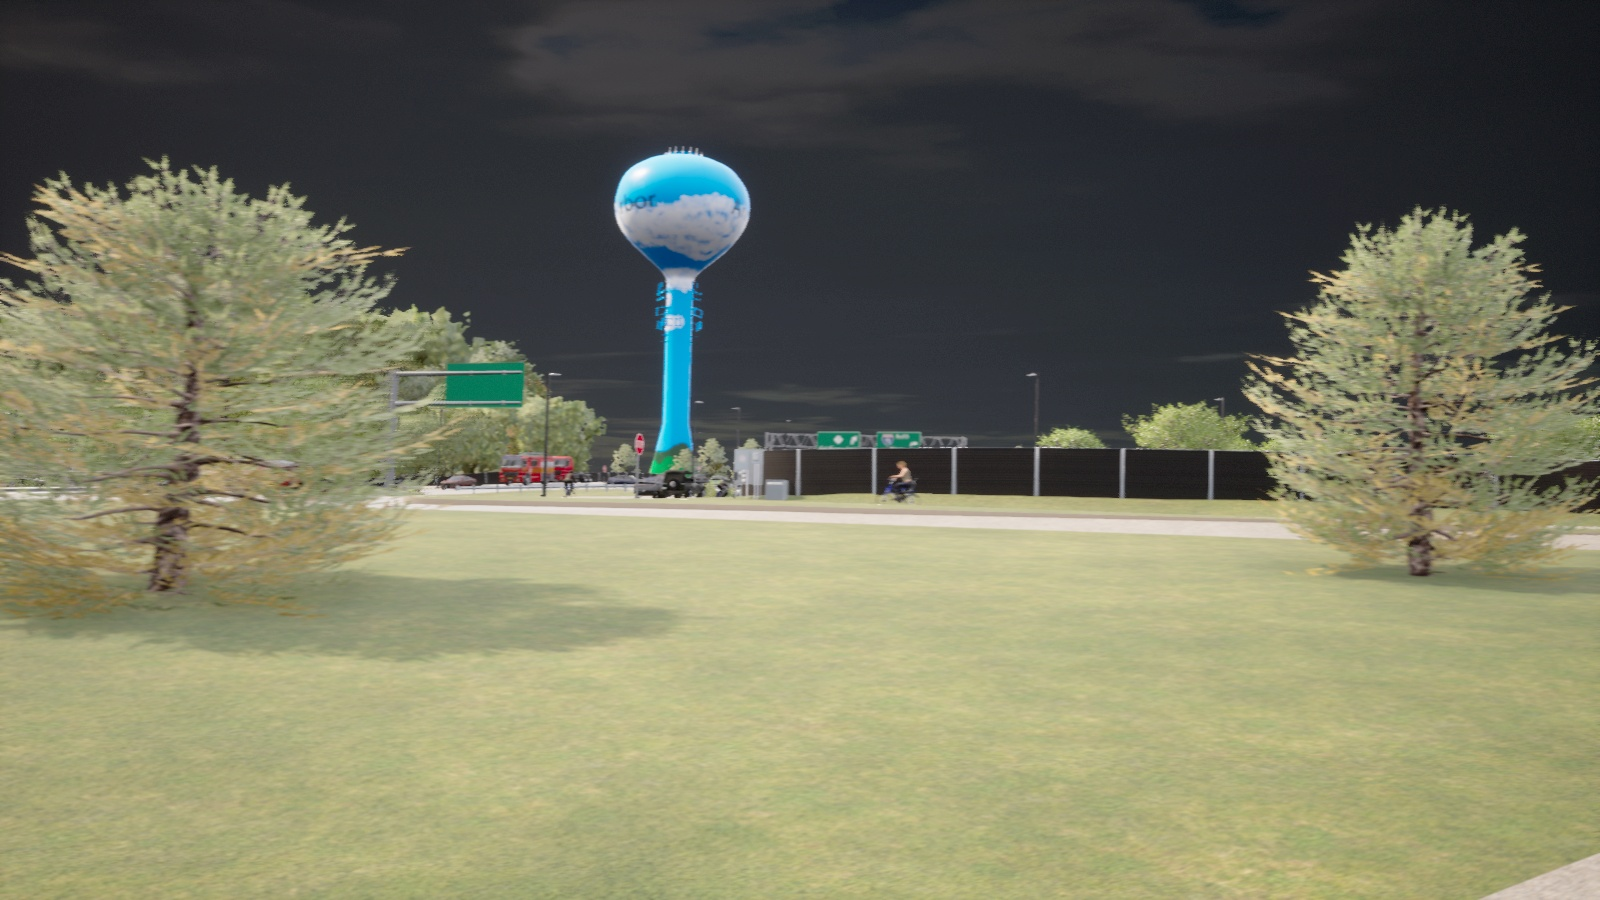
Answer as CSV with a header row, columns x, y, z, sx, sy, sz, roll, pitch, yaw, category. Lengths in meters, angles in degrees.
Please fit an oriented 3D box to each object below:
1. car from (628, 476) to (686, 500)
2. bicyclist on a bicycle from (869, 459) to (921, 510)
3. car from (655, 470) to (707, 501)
x,y,z,sx,sy,sz,roll,pitch,yaw,category
-9.509,2.567,83.885,2.128,1.511,4.902,0,-2,16,car
3.138,1.150,41.379,1.509,1.612,0.866,1,-3,16,bicyclist on a bicycle
-7.407,2.240,78.574,1.905,1.878,3.866,0,-2,16,car
